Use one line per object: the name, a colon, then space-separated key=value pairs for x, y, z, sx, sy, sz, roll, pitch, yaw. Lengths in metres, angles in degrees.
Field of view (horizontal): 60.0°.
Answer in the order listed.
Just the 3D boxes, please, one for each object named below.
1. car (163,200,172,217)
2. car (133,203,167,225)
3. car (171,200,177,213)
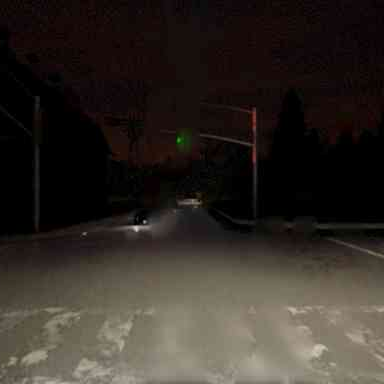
car: x=-3.567 y=1.986 z=37.570 sx=1.837 sy=1.490 sz=4.892 roll=0 pitch=-1 yaw=0
car: x=-3.576 y=1.904 z=27.826 sx=2.033 sy=1.411 sz=5.357 roll=0 pitch=-1 yaw=0
car: x=-3.552 y=2.126 z=46.866 sx=1.812 sy=1.442 sz=4.674 roll=0 pitch=-1 yaw=0
